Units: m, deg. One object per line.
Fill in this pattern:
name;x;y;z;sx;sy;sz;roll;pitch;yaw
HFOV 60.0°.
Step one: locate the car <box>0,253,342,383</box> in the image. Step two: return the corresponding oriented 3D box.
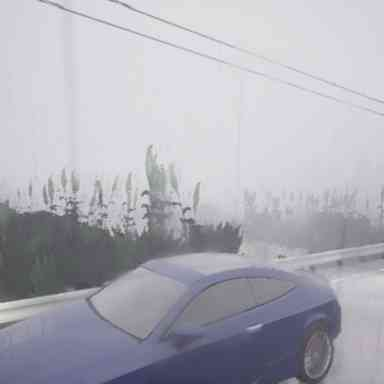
car;-0.096;1.533;3.868;4.674;1.442;1.812;0;0;-36
